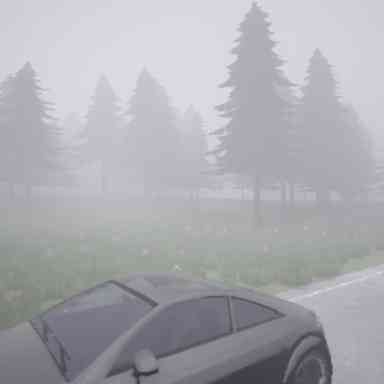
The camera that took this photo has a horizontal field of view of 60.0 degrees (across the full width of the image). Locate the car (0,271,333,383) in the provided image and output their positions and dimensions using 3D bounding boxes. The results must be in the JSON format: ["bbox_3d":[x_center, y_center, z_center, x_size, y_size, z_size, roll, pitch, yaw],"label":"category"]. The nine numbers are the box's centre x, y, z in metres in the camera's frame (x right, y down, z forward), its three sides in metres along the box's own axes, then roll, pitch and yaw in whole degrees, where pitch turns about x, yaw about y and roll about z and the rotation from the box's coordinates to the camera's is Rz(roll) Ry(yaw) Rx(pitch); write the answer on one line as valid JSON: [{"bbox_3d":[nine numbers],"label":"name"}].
[{"bbox_3d":[-0.506,1.591,3.259,4.181,1.385,1.994,0,0,-36],"label":"car"}]

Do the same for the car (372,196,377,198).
[{"bbox_3d":[36.630,1.598,68.626,3.988,1.617,1.851,0,0,-36],"label":"car"}]
